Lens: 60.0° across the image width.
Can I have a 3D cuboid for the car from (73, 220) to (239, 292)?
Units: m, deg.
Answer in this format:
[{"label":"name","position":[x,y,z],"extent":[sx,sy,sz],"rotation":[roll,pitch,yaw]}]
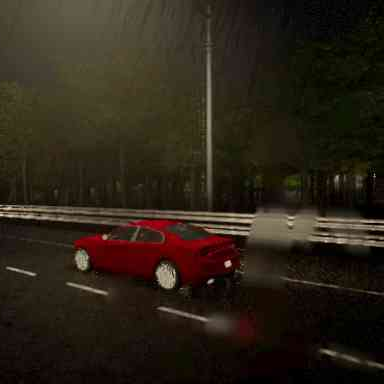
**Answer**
[{"label":"car","position":[-1.193,1.503,9.025],"extent":[5.008,1.535,1.882],"rotation":[0,0,36]}]
